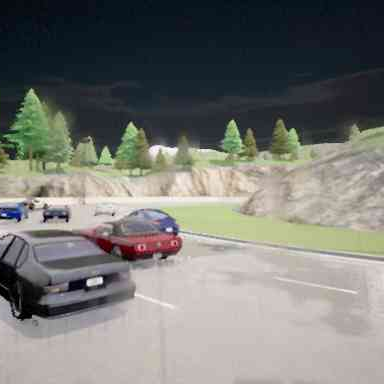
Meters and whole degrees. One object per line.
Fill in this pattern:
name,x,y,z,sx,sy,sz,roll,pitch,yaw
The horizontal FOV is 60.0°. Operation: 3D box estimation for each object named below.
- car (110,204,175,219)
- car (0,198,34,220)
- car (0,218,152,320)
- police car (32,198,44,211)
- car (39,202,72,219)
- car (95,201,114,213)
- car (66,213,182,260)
car,-2.396,1.592,17.339,1.812,1.442,4.674,0,0,-35
car,-14.211,1.506,26.365,1.882,1.535,5.008,0,0,-17
car,-3.382,1.562,7.450,2.033,1.411,5.357,1,0,-44
police car,-19.583,1.564,40.898,2.038,1.542,4.974,1,0,2
car,-10.917,1.656,27.235,1.895,1.301,4.718,0,0,-17
car,-8.706,1.626,33.862,1.812,1.442,4.674,0,0,-9
car,-2.515,1.641,11.733,1.895,1.301,4.718,1,0,-41
